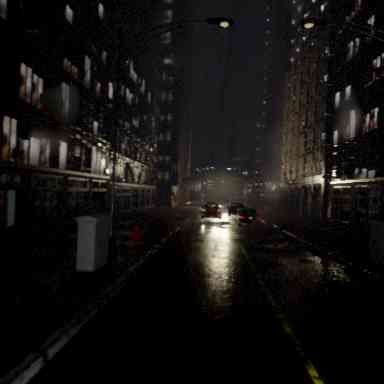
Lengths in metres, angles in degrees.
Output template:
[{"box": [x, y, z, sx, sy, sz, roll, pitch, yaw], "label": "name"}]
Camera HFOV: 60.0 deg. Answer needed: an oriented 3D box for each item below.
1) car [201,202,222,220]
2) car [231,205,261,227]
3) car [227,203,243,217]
[{"box": [2.042, 1.871, 34.505, 2.097, 1.767, 4.553, 3, -1, 4], "label": "car"}, {"box": [4.721, 2.111, 28.255, 2.033, 1.411, 5.357, 3, -1, 4], "label": "car"}, {"box": [5.497, 2.112, 41.046, 2.097, 1.767, 4.553, 3, -1, 4], "label": "car"}]
